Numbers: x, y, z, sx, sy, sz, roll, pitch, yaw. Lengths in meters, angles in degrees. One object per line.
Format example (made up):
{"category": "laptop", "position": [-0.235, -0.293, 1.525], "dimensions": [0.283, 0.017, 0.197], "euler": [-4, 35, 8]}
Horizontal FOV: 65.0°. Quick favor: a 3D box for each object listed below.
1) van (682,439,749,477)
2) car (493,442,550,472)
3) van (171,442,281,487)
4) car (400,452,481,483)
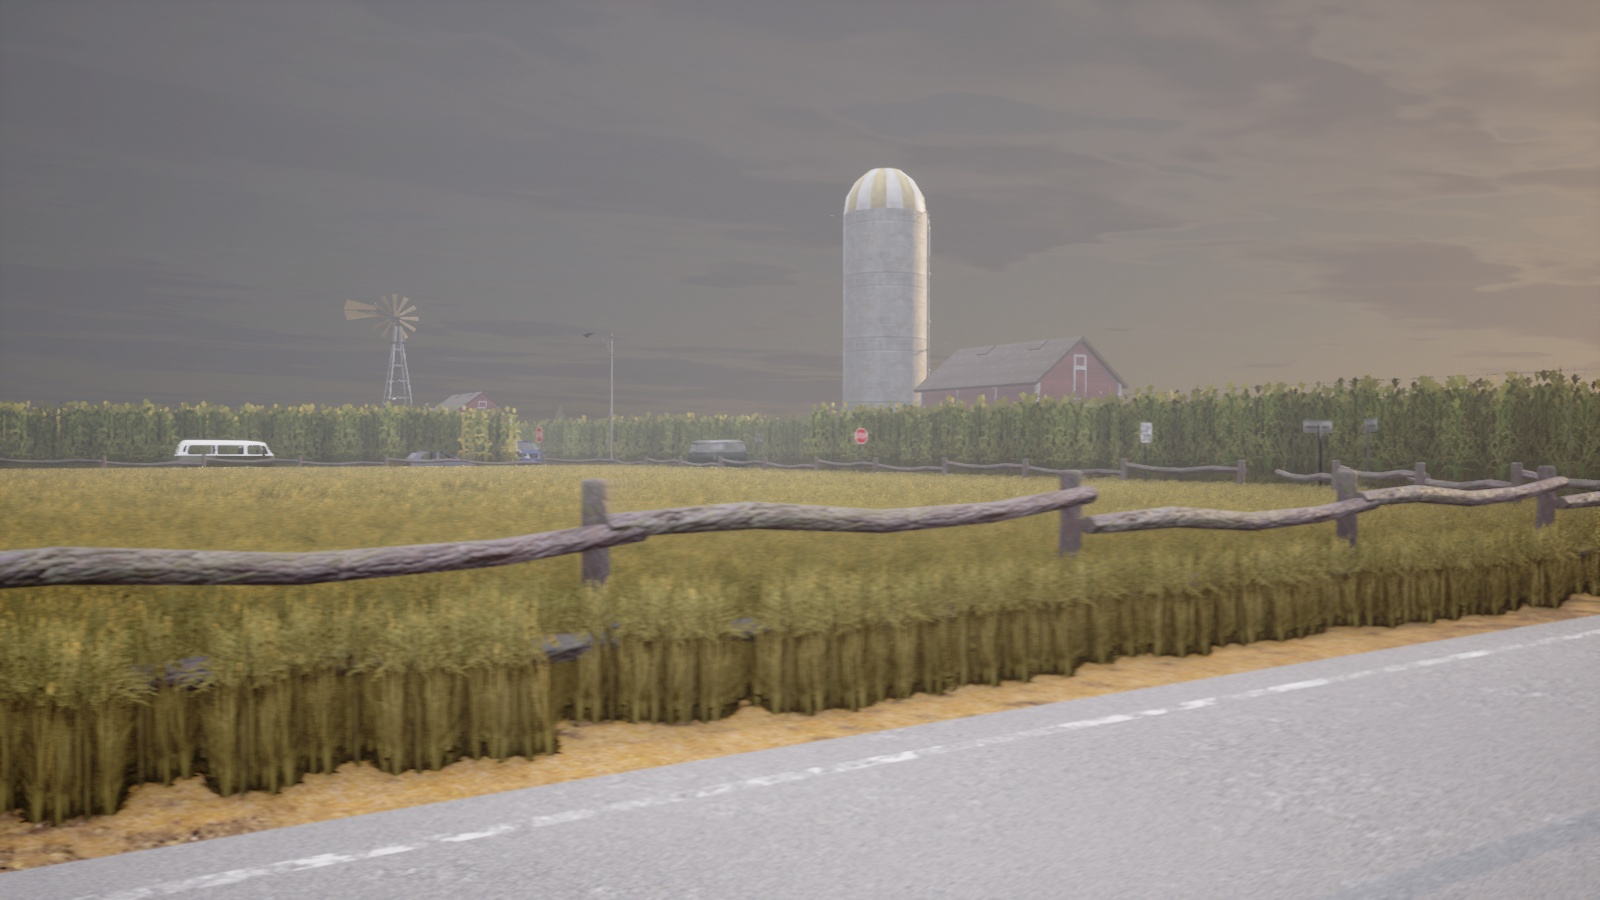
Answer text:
{"category": "van", "position": [-4.716, 0.452, 69.396], "dimensions": [1.775, 1.987, 4.442], "euler": [0, -1, -32]}
{"category": "car", "position": [-19.454, 0.446, 87.424], "dimensions": [2.150, 2.045, 5.566], "euler": [0, 0, -32]}
{"category": "van", "position": [-27.045, 0.656, 59.196], "dimensions": [4.480, 2.038, 2.069], "euler": [0, 0, -32]}
{"category": "car", "position": [-18.476, 0.884, 64.520], "dimensions": [3.633, 1.501, 1.845], "euler": [-1, 0, -32]}
